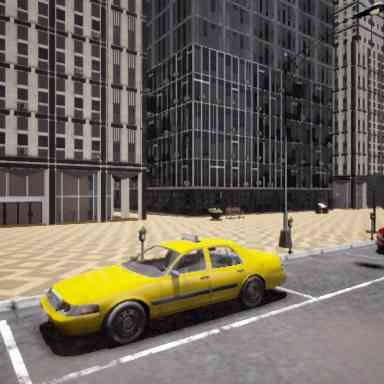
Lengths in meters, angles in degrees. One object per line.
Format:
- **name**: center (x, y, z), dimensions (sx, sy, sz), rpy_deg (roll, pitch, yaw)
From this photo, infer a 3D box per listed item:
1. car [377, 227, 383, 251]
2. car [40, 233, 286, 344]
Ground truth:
- **car**: center (8.905, 1.546, 12.913), dimensions (4.507, 1.381, 1.887), rpy_deg (0, 0, -35)
- **car**: center (-0.242, 1.523, 6.388), dimensions (4.829, 1.417, 1.752), rpy_deg (0, 0, -35)
